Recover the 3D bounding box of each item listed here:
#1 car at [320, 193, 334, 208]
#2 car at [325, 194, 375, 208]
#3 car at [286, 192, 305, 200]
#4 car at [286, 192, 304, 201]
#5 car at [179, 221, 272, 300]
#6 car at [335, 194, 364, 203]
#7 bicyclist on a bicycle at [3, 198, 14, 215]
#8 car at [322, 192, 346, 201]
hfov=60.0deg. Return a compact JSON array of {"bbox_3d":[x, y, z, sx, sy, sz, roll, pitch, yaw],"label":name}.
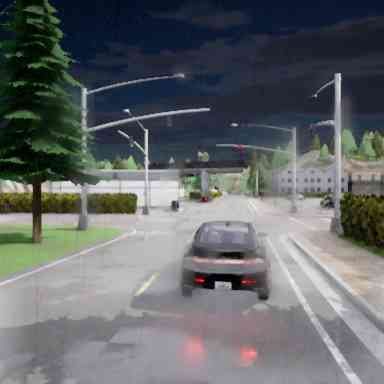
[{"bbox_3d":[18.710,1.267,41.740,5.027,1.636,2.152,0,0,8],"label":"car"},{"bbox_3d":[18.325,1.280,38.626,4.514,1.523,2.007,0,0,8],"label":"car"},{"bbox_3d":[24.499,0.957,78.877,3.866,1.878,1.905,0,0,8],"label":"car"},{"bbox_3d":[23.431,1.246,75.670,3.806,1.475,1.970,0,0,8],"label":"car"},{"bbox_3d":[0.893,1.479,8.427,2.128,1.511,4.902,0,0,8],"label":"car"},{"bbox_3d":[29.393,1.203,62.290,4.514,1.523,2.007,0,0,8],"label":"car"},{"bbox_3d":[-17.932,1.405,32.566,0.582,1.620,1.656,0,0,7],"label":"bicyclist on a bicycle"},{"bbox_3d":[31.833,0.984,74.526,4.605,1.855,1.932,0,0,8],"label":"car"}]
